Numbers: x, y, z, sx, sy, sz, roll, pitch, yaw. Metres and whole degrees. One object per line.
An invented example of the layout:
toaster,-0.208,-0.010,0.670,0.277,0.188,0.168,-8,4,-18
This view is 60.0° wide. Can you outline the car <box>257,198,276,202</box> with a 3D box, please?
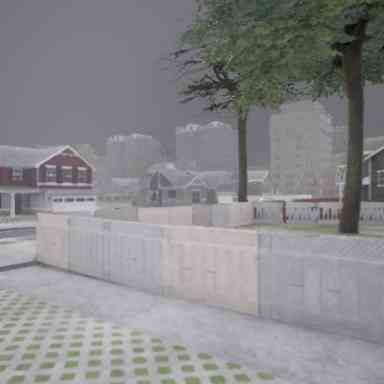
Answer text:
car,10.894,1.581,48.990,2.128,1.511,4.902,-1,0,35
